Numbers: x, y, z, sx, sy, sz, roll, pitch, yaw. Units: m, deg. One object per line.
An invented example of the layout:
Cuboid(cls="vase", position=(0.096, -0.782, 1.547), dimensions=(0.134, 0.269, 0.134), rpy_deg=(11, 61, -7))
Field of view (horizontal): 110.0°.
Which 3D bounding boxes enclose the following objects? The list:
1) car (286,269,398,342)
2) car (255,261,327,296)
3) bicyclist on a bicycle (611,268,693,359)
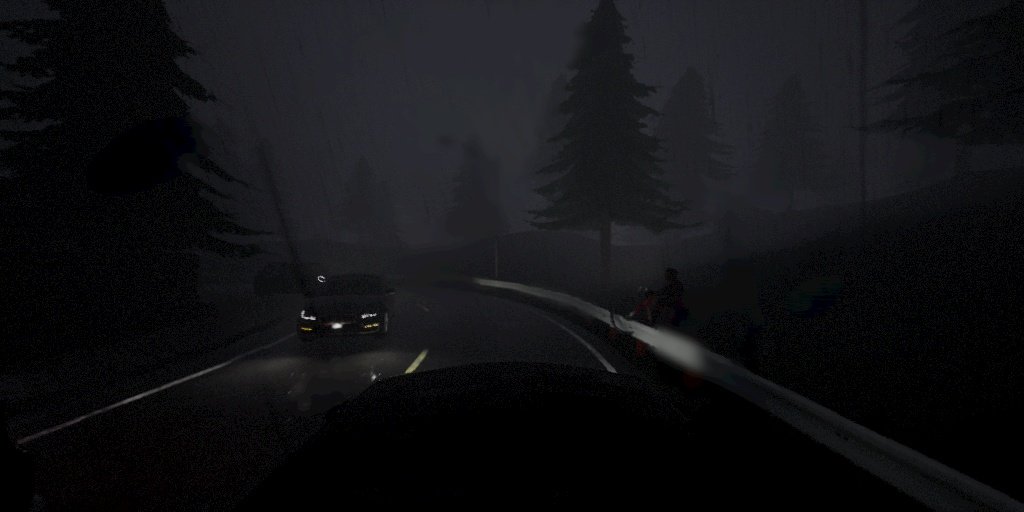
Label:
Cuboid(cls="car", position=(-4.304, 1.232, 9.958), dimensions=(1.837, 1.490, 4.892), rpy_deg=(0, 0, -14))
Cuboid(cls="car", position=(-10.322, 1.062, 17.854), dimensions=(4.553, 1.767, 2.097), rpy_deg=(0, 0, 17))
Cuboid(cls="bicyclist on a bicycle", position=(2.911, 1.034, 6.999), dimensions=(1.656, 1.620, 0.582), rpy_deg=(30, -4, 3))
